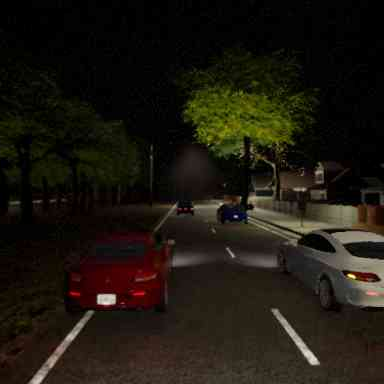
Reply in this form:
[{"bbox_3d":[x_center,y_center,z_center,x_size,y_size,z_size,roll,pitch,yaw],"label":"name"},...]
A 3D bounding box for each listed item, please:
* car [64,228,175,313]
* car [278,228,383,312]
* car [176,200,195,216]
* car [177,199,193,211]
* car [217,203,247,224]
[{"bbox_3d":[-1.406,1.547,7.594,1.812,1.442,4.674,0,0,-1],"label":"car"},{"bbox_3d":[3.419,1.569,7.679,1.812,1.442,4.674,0,0,-1],"label":"car"},{"bbox_3d":[-0.671,1.704,35.132,2.033,1.411,5.357,0,0,-1],"label":"car"},{"bbox_3d":[-0.961,1.735,45.806,2.033,1.411,5.357,0,0,-1],"label":"car"},{"bbox_3d":[3.046,1.605,25.923,1.882,1.535,5.008,0,0,-1],"label":"car"}]
